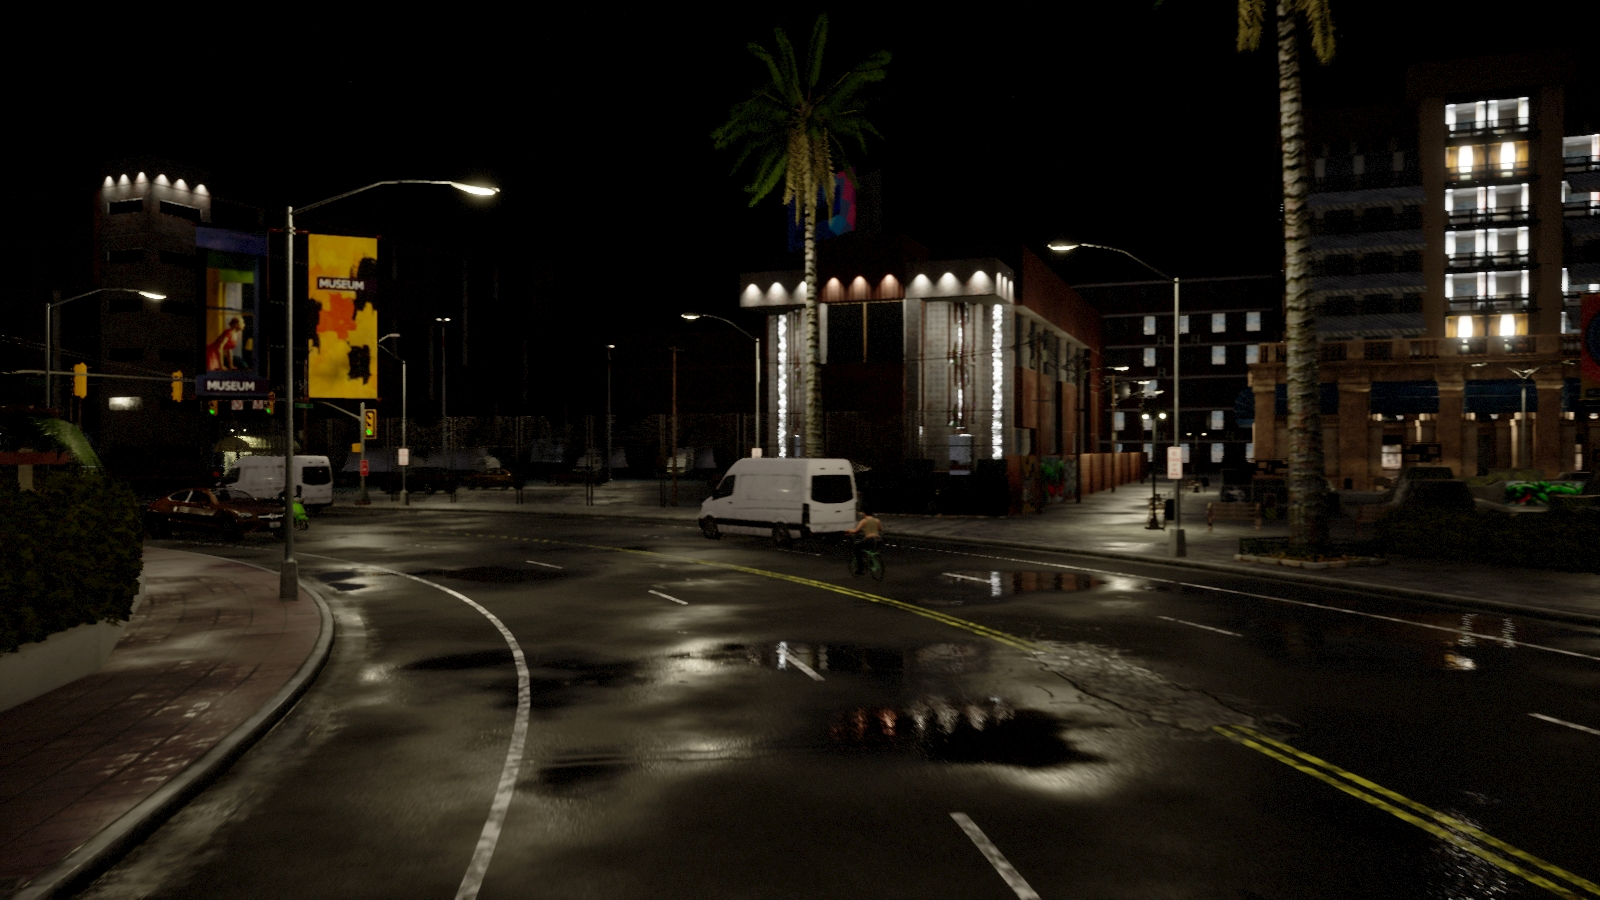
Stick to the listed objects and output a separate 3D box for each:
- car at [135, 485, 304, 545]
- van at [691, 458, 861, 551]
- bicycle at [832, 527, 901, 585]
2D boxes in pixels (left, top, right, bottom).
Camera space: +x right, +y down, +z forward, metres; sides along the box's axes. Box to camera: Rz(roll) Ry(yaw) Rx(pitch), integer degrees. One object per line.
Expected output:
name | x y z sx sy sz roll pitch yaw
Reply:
car | -18.382 1.999 36.157 5.027 1.651 2.152 0 0 26
van | -0.844 1.534 34.585 1.988 2.561 5.915 0 0 -38
bicycle | 1.417 2.255 24.527 0.859 1.080 1.487 0 0 -26
